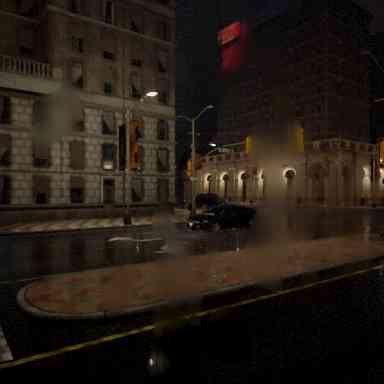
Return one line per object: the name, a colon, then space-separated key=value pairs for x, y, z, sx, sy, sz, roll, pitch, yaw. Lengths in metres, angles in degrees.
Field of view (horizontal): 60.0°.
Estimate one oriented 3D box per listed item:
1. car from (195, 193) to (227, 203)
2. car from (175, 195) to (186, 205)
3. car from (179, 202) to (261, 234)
car: x=2.670 y=1.221 z=48.161 sx=2.150 sy=2.045 sz=5.566 roll=0 pitch=0 yaw=-35
car: x=-2.964 y=1.352 z=56.127 sx=2.097 sy=1.767 sz=4.553 roll=0 pitch=0 yaw=-35
car: x=1.919 y=1.504 z=19.428 sx=4.892 sy=1.490 sz=1.837 roll=0 pitch=0 yaw=-35
